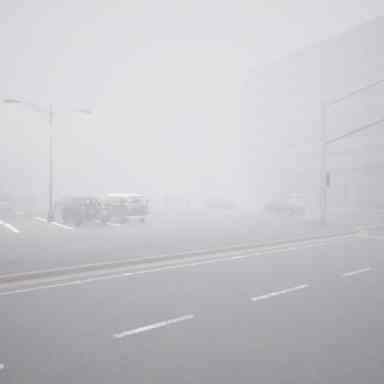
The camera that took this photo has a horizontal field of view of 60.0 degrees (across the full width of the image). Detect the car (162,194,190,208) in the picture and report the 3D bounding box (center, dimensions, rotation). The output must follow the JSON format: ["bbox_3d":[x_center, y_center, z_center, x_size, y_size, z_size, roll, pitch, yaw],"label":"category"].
[{"bbox_3d":[-2.495,1.277,50.746,2.150,2.045,5.566,0,0,-36],"label":"car"}]

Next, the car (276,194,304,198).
[{"bbox_3d":[11.917,1.277,42.816,2.150,2.045,5.566,0,0,-35],"label":"car"}]

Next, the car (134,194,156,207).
[{"bbox_3d":[-8.871,1.547,66.054,2.128,1.511,4.902,0,0,-35],"label":"car"}]

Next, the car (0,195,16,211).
[{"bbox_3d":[-21.753,1.451,37.932,1.970,1.475,3.806,0,0,-35],"label":"car"}]

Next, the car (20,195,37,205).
[{"bbox_3d":[-27.224,1.209,55.386,1.932,1.855,4.605,0,0,-35],"label":"car"}]

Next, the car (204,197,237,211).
[{"bbox_3d":[3.599,1.407,42.168,2.097,1.767,4.553,0,0,-35],"label":"car"}]

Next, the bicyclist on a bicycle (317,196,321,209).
[{"bbox_3d":[16.570,1.356,42.879,1.656,1.620,0.582,0,0,-35],"label":"bicyclist on a bicycle"}]

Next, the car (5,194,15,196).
[{"bbox_3d":[-29.620,1.212,53.761,1.905,1.878,3.866,0,0,-35],"label":"car"}]

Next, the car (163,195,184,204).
[{"bbox_3d":[-3.635,1.406,64.753,2.097,1.767,4.553,0,0,-35],"label":"car"}]

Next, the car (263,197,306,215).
[{"bbox_3d":[9.356,1.581,34.107,1.812,1.442,4.674,0,0,-36],"label":"car"}]
